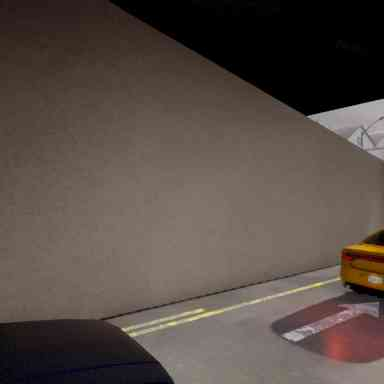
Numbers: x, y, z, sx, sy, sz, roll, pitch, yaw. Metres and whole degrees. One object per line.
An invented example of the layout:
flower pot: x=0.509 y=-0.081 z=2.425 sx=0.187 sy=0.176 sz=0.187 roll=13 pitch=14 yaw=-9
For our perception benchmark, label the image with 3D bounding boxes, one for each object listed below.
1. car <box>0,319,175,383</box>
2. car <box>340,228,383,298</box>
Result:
car: x=-2.664 y=1.547 z=1.884 sx=5.357 sy=1.411 sz=2.033 roll=0 pitch=0 yaw=-35
car: x=5.431 y=1.478 z=7.636 sx=5.008 sy=1.535 sz=1.882 roll=0 pitch=0 yaw=-35
